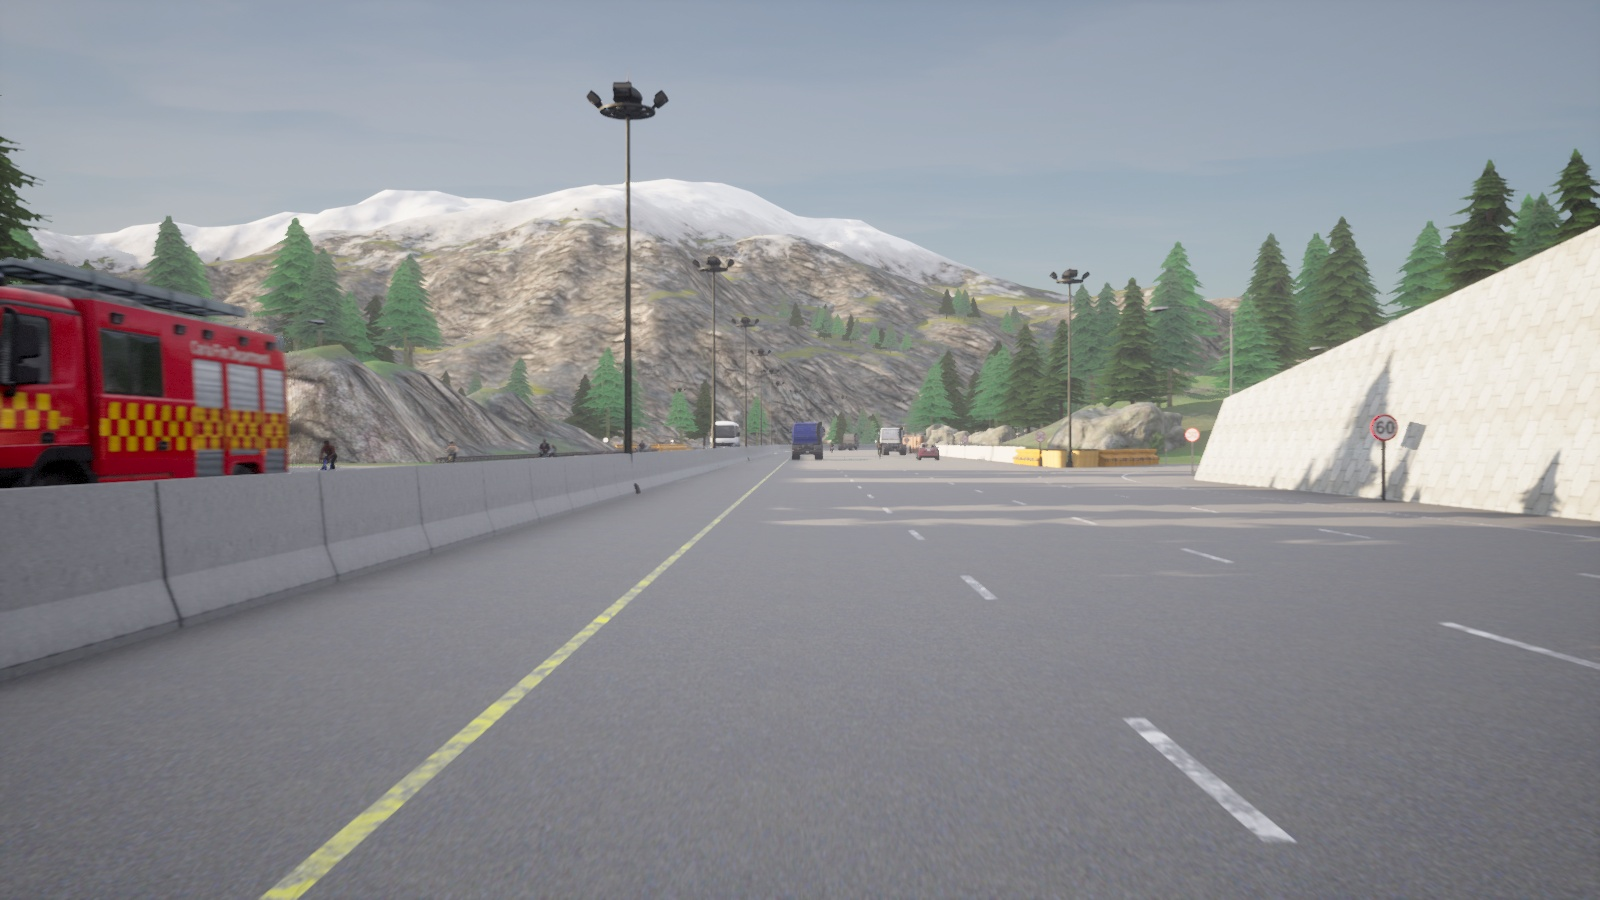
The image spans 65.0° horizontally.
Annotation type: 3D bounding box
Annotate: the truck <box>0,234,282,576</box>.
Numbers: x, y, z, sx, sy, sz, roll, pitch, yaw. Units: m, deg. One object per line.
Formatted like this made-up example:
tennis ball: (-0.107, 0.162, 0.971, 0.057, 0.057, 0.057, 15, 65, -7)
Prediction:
truck: (-10.385, -0.524, 17.361, 2.891, 3.827, 8.468, 0, 0, 0)
